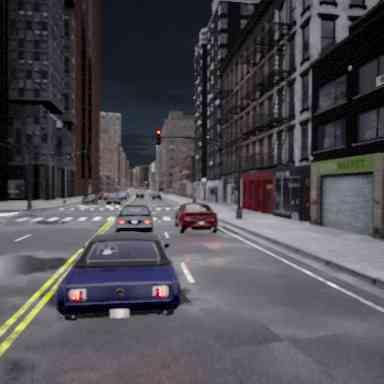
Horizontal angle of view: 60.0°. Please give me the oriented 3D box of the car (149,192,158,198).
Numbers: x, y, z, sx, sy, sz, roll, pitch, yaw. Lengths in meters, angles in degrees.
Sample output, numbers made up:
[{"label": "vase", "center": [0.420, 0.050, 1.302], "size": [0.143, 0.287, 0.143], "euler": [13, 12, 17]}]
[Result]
[{"label": "car", "center": [-9.950, 0.751, 84.964], "size": [2.033, 1.411, 5.357], "euler": [0, 0, -9]}]

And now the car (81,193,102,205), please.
[{"label": "car", "center": [-13.978, 1.022, 45.678], "size": [1.837, 1.490, 4.892], "euler": [0, 1, -8]}]

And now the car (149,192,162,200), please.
[{"label": "car", "center": [-7.187, 0.882, 67.314], "size": [1.837, 1.490, 4.892], "euler": [0, 1, -9]}]

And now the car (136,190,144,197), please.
[{"label": "car", "center": [-13.158, 0.384, 84.454], "size": [2.097, 1.767, 4.553], "euler": [0, 0, -9]}]

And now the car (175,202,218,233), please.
[{"label": "car", "center": [0.122, 1.311, 18.401], "size": [1.882, 1.535, 5.008], "euler": [0, 1, -8]}]

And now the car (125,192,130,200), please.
[{"label": "car", "center": [-13.129, 0.862, 62.270], "size": [1.882, 1.535, 5.008], "euler": [0, 1, -8]}]

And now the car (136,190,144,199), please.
[{"label": "car", "center": [-11.610, 0.762, 74.183], "size": [1.882, 1.535, 5.008], "euler": [0, 0, -9]}]

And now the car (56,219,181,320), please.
[{"label": "car", "center": [-1.412, 1.525, 7.214], "size": [1.895, 1.301, 4.718], "euler": [0, 1, -9]}]

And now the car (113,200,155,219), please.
[{"label": "car", "center": [-2.950, 1.371, 17.417], "size": [2.033, 1.411, 5.357], "euler": [0, 0, -9]}]

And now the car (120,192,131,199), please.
[{"label": "car", "center": [-15.174, 0.772, 76.019], "size": [2.128, 1.511, 4.902], "euler": [0, 0, -9]}]

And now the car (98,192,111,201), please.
[{"label": "car", "center": [-16.578, 0.831, 63.499], "size": [1.882, 1.535, 5.008], "euler": [0, 1, -8]}]

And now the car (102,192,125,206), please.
[{"label": "car", "center": [-10.708, 1.084, 45.762], "size": [2.033, 1.411, 5.357], "euler": [0, 0, -9]}]
